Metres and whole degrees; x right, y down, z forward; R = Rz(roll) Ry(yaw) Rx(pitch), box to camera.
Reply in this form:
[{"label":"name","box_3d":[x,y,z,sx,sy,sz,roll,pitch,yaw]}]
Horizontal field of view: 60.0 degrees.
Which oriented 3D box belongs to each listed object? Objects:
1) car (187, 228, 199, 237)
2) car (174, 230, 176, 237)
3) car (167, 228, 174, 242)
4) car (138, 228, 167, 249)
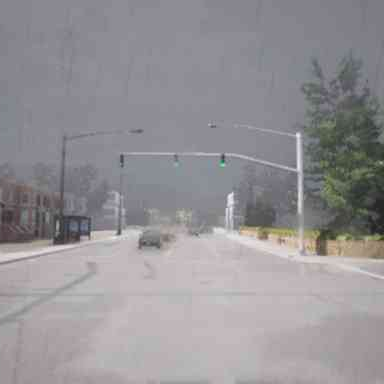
[{"label":"car","box_3d":[0.158,6.709,55.679,2.033,1.411,5.357,0,-5,0]},{"label":"car","box_3d":[-3.506,6.089,50.021,1.882,1.535,5.008,0,-5,1]},{"label":"car","box_3d":[-3.552,5.222,39.574,1.895,1.301,4.718,0,-5,0]},{"label":"car","box_3d":[-3.567,4.160,29.373,1.837,1.490,4.892,0,-5,0]}]
